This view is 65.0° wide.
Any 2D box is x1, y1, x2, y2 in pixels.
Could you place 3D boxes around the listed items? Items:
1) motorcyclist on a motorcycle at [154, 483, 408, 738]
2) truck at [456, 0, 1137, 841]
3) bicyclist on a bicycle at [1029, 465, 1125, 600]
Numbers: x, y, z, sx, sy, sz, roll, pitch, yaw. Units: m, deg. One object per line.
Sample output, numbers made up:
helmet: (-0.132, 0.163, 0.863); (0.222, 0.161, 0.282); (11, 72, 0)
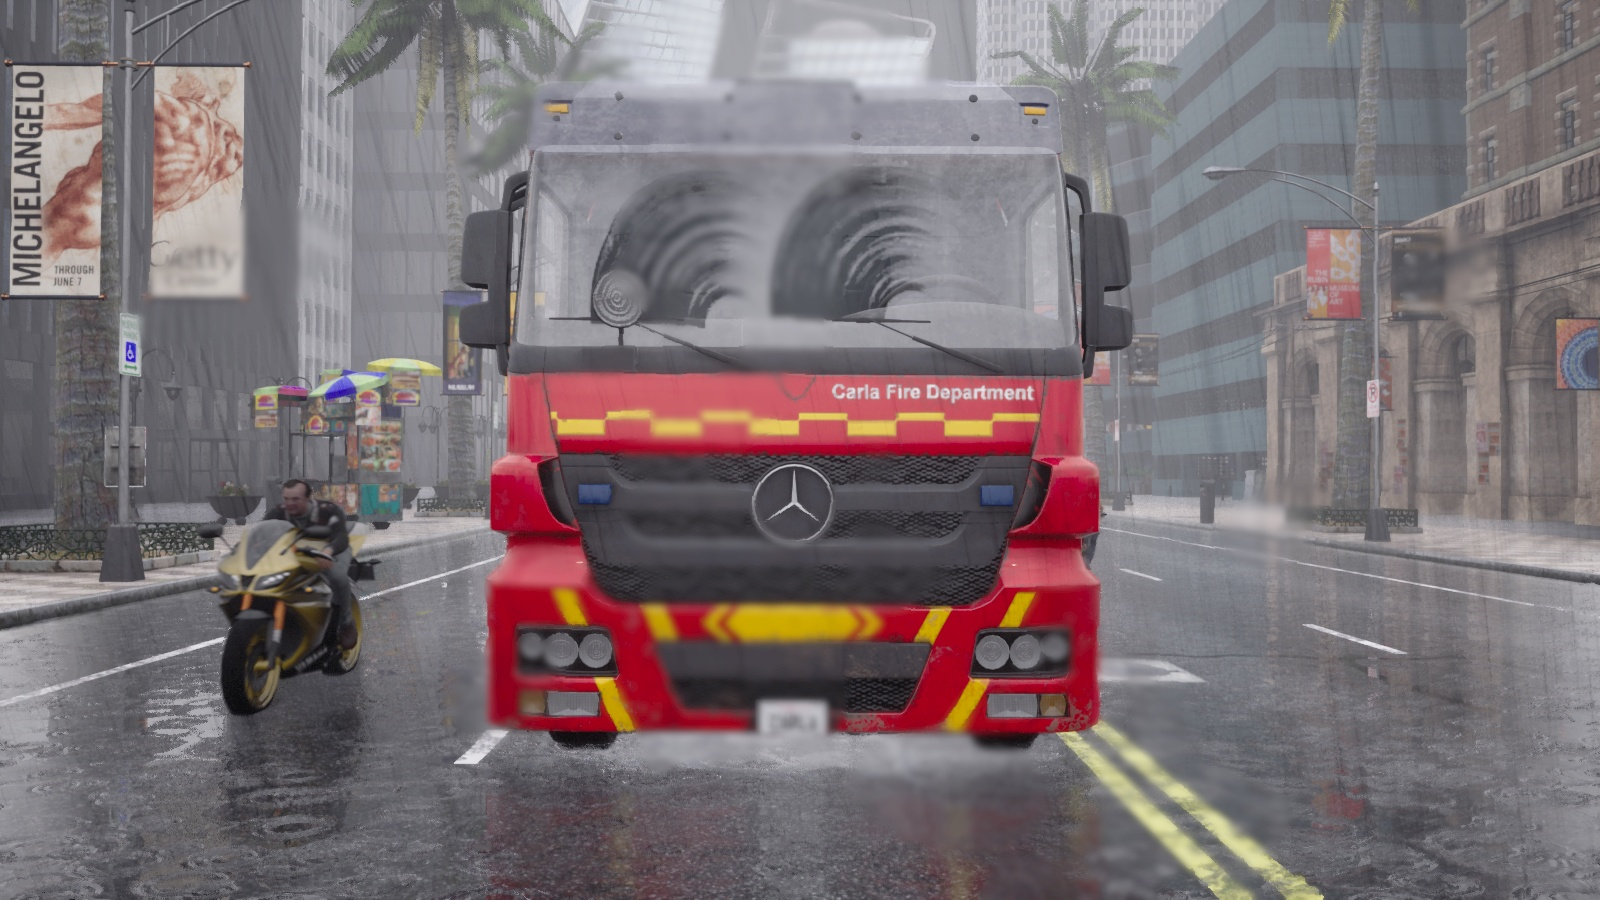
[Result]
motorcyclist on a motorcycle: (-3.521, 1.011, 8.788); (0.866, 1.530, 2.191); (0, -1, 0)
truck: (-0.025, -0.189, 9.594); (2.891, 3.827, 8.468); (0, -1, 0)
bicyclist on a bicycle: (3.473, 1.003, 15.852); (0.866, 1.612, 1.509); (0, -1, 0)
